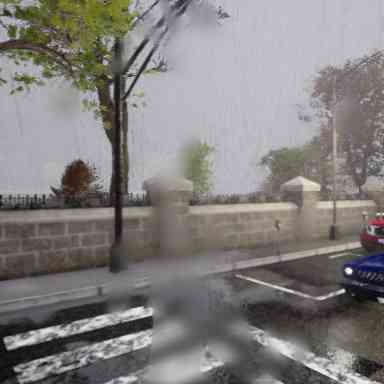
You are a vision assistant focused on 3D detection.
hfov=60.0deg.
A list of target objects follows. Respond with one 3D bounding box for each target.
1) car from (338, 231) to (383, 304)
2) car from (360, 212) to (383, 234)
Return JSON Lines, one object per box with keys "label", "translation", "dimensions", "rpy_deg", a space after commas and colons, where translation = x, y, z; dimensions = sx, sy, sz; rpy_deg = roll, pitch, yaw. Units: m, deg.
{"label": "car", "translation": [5.184, 1.604, 7.068], "dimensions": [4.718, 1.301, 1.895], "rpy_deg": [0, 0, -35]}
{"label": "car", "translation": [8.427, 1.321, 12.572], "dimensions": [5.009, 1.841, 2.192], "rpy_deg": [0, 0, -35]}
